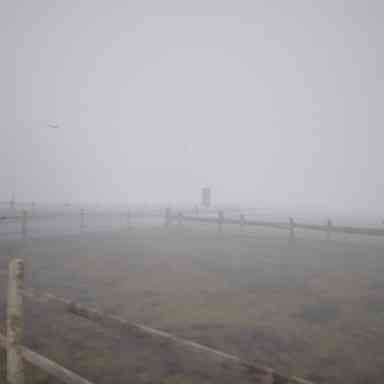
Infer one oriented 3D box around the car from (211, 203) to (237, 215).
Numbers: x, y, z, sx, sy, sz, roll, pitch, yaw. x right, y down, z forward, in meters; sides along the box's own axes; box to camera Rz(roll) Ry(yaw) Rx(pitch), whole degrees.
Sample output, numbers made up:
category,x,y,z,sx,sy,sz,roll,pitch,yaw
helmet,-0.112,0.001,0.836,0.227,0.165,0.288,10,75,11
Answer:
category,x,y,z,sx,sy,sz,roll,pitch,yaw
car,4.128,2.128,42.351,1.994,1.385,4.181,2,0,35
